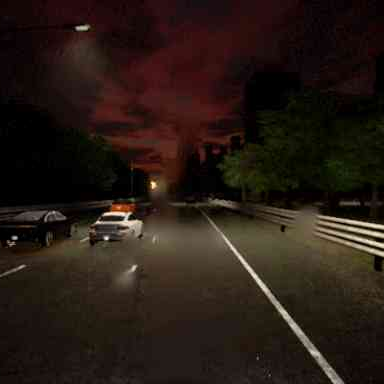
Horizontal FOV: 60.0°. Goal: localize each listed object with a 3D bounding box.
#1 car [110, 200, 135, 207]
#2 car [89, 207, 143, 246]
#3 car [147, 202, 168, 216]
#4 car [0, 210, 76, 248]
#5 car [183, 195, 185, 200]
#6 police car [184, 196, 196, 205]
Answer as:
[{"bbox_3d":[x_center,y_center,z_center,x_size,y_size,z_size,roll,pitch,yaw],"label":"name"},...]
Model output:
[{"bbox_3d":[-7.192,1.600,34.696,2.097,1.767,4.553,0,0,-1],"label":"car"},{"bbox_3d":[-3.467,1.638,15.733,1.812,1.442,4.674,0,0,0],"label":"car"},{"bbox_3d":[-3.726,1.783,36.077,1.812,1.442,4.674,0,0,-1],"label":"car"},{"bbox_3d":[-6.965,1.602,15.489,2.128,1.511,4.902,0,0,0],"label":"car"},{"bbox_3d":[-0.735,2.103,88.078,1.882,1.535,5.008,0,0,-2],"label":"car"},{"bbox_3d":[-0.150,1.944,72.128,1.930,1.638,5.238,0,0,-2],"label":"police car"}]
